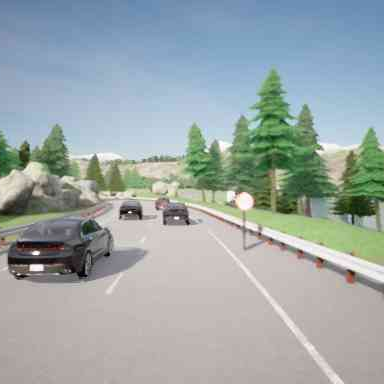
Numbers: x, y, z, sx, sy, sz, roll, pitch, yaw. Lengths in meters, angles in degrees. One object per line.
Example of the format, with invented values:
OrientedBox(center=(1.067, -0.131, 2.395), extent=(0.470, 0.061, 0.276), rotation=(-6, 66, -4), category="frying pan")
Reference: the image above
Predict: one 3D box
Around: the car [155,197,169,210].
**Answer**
OrientedBox(center=(-3.734, 1.442, 42.628), extent=(2.033, 1.649, 4.856), rotation=(0, 0, -10), category="car")

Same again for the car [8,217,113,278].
OrientedBox(center=(-3.700, 1.513, 10.142), extent=(1.837, 1.490, 4.892), rotation=(0, 0, -2), category="car")

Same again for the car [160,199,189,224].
OrientedBox(center=(-1.270, 1.510, 24.814), extent=(1.837, 1.490, 4.892), rotation=(0, 0, -6), category="car")

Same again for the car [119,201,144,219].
OrientedBox(center=(-5.290, 1.490, 29.290), extent=(1.882, 1.535, 5.008), rotation=(0, 0, -7), category="car")
